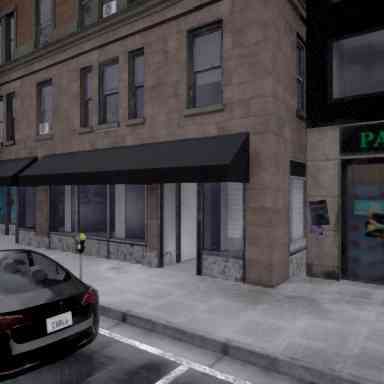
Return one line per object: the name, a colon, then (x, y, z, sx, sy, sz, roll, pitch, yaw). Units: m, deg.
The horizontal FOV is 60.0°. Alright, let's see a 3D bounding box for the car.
car: (-3.250, 1.566, 5.126, 4.313, 1.339, 1.947, 0, 0, 36)
